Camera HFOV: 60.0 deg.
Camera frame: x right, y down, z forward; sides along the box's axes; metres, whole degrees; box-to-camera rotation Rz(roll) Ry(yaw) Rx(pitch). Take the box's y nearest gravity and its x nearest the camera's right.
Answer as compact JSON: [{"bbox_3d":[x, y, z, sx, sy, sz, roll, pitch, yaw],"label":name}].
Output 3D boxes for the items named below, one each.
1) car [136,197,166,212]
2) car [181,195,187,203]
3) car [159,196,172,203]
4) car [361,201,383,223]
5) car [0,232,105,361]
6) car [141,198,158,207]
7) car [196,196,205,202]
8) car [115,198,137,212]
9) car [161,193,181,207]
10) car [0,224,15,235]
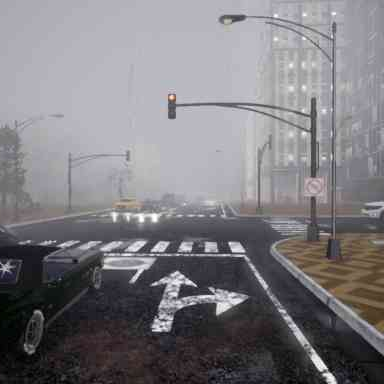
[{"bbox_3d":[-4.602,1.592,37.969,1.895,1.301,4.718,0,0,4],"label":"car"},{"bbox_3d":[-2.234,1.350,66.867,2.097,1.767,4.553,0,0,5],"label":"car"},{"bbox_3d":[-5.391,1.561,68.069,1.994,1.385,4.181,0,0,5],"label":"car"},{"bbox_3d":[14.830,1.059,22.949,5.566,2.045,2.150,0,0,5],"label":"car"},{"bbox_3d":[-3.043,1.600,5.946,1.895,1.301,4.718,0,0,1],"label":"car"},{"bbox_3d":[-6.687,1.592,52.825,1.895,1.301,4.718,0,0,5],"label":"car"},{"bbox_3d":[1.972,1.546,78.562,2.033,1.411,5.357,0,0,5],"label":"car"},{"bbox_3d":[-7.728,1.468,39.725,1.882,1.535,5.008,0,0,5],"label":"car"},{"bbox_3d":[-3.541,1.204,51.371,2.150,2.045,5.566,0,1,5],"label":"car"},{"bbox_3d":[-6.418,1.503,8.513,1.837,1.490,4.892,0,0,2],"label":"car"}]
